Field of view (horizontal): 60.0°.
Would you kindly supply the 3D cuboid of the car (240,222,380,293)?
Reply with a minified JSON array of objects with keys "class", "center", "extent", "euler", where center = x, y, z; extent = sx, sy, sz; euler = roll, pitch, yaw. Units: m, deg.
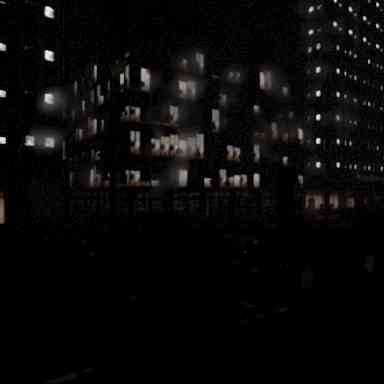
[{"class":"car","center":[3.258,1.546,8.895],"extent":[4.507,1.381,1.887],"euler":[0,0,-36]}]
